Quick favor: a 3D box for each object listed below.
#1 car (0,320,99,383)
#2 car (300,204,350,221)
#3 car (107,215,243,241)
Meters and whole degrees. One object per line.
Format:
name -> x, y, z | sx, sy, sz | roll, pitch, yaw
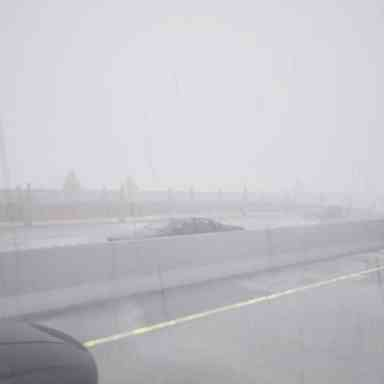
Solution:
car -> -2.965, 1.468, 1.627 | 5.008, 1.535, 1.882 | 0, 0, -36
car -> 11.998, 1.778, 29.754 | 5.357, 1.411, 2.033 | 2, -1, -35
car -> -0.408, 1.590, 12.307 | 5.357, 1.411, 2.033 | 0, 0, -36
